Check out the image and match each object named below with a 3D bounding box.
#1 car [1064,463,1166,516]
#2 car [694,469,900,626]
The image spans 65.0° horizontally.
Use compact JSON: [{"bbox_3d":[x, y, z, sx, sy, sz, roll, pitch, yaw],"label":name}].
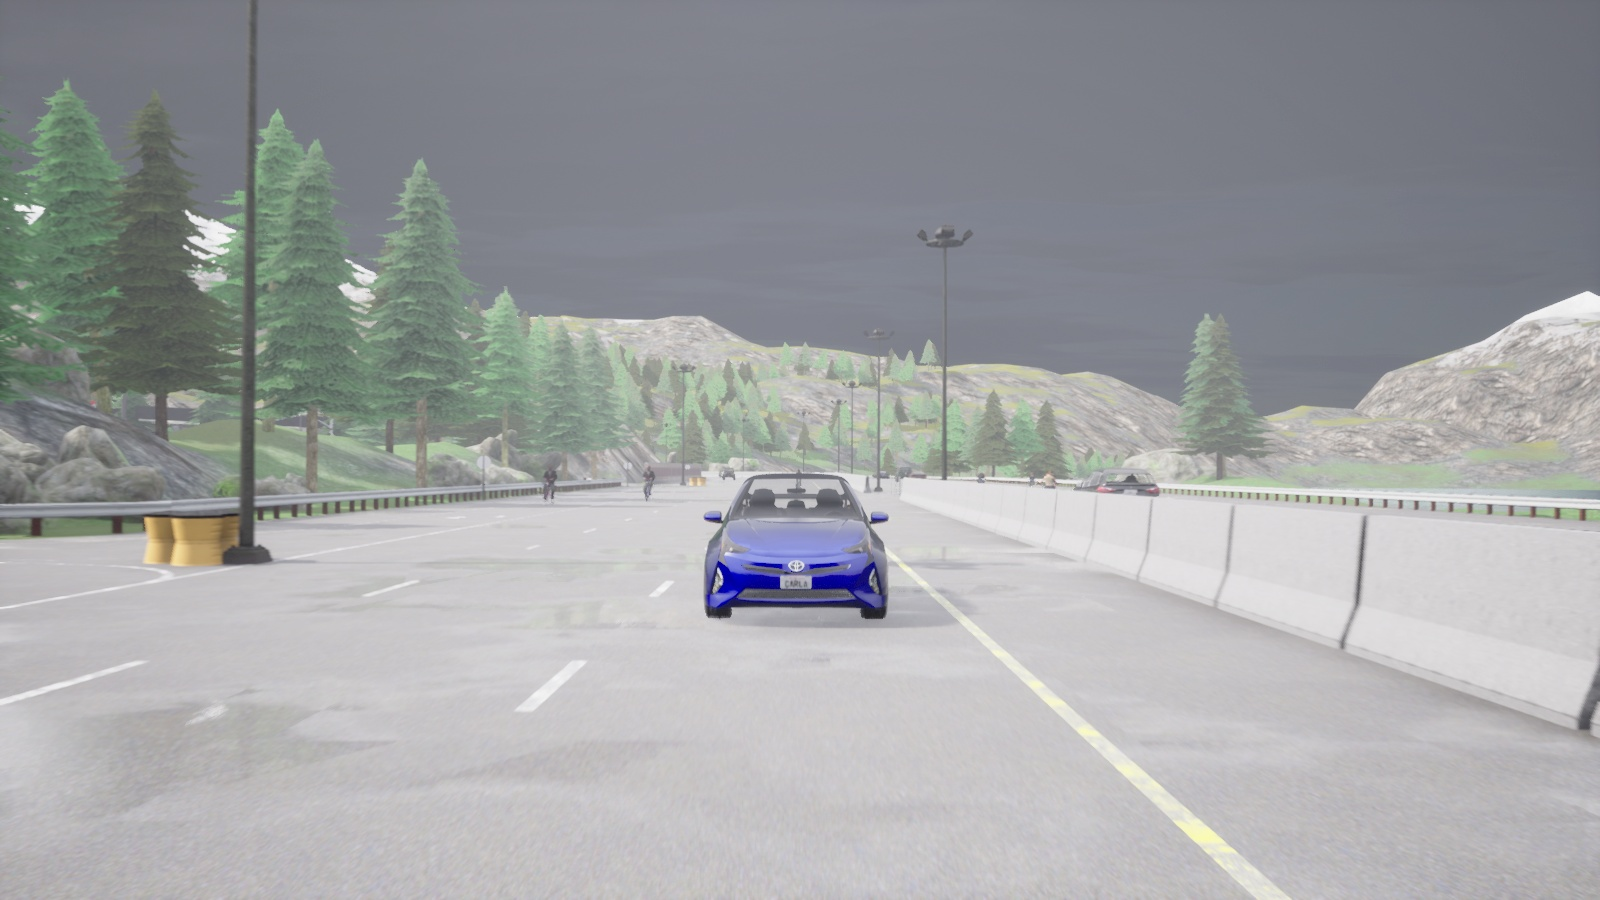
[{"bbox_3d":[10.413,1.284,41.918,2.242,1.667,4.611,0,-1,0],"label":"car"},{"bbox_3d":[-0.036,0.992,14.579,2.007,1.525,4.514,0,-1,0],"label":"car"}]
